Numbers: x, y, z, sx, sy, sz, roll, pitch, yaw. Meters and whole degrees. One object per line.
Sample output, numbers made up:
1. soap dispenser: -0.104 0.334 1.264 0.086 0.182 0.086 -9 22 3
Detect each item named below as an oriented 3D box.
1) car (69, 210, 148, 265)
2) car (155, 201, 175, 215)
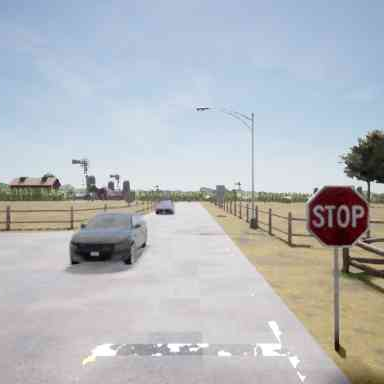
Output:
1. car: -2.750 1.454 11.903 1.882 1.535 5.008 0 0 0
2. car: -2.756 1.637 35.261 2.033 1.411 5.357 0 0 0
